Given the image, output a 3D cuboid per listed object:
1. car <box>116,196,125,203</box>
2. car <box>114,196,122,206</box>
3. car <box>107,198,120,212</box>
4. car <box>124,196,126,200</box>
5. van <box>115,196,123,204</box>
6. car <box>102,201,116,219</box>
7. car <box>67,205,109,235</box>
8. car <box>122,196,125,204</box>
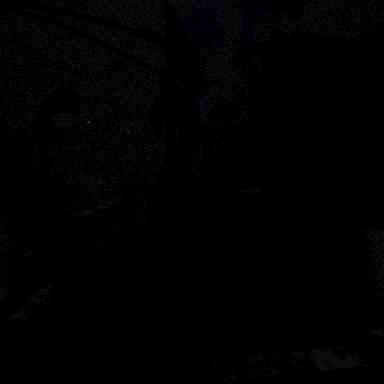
[{"bbox_3d":[-19.486,2.056,90.772,2.192,1.841,5.009,-1,0,-11],"label":"car"},{"bbox_3d":[-11.392,1.827,47.259,1.967,1.590,4.097,-1,0,-11],"label":"car"},{"bbox_3d":[-10.378,1.888,41.819,1.887,1.381,4.507,-1,0,-11],"label":"car"},{"bbox_3d":[-15.440,1.878,69.016,2.192,1.841,5.009,-1,0,-11],"label":"car"},{"bbox_3d":[-17.463,1.993,79.894,1.690,1.788,3.998,-1,0,-11],"label":"van"},{"bbox_3d":[-8.355,1.837,30.941,1.802,1.307,4.206,-1,0,-11],"label":"car"},{"bbox_3d":[-6.333,1.712,20.063,1.887,1.381,4.507,-1,0,-11],"label":"car"},{"bbox_3d":[-14.424,2.070,63.576,2.008,1.369,4.403,-1,0,-11],"label":"car"}]
